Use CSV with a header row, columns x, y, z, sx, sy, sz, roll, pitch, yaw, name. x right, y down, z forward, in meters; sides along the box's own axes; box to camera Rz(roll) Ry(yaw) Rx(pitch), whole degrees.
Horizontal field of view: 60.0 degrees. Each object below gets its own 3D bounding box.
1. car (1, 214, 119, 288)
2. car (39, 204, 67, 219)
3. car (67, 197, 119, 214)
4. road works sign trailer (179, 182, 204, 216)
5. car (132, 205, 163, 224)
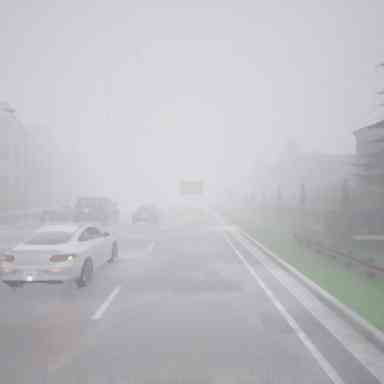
x,y,z,sx,sy,sz,roll,pitch,yaw,name
-3.417,1.578,9.312,1.812,1.442,4.674,0,0,0,car
-10.418,1.671,26.282,1.812,1.442,4.674,0,0,0,car
-6.904,1.357,24.414,2.150,2.045,5.566,0,0,0,car
-0.006,0.656,34.667,2.380,3.560,2.880,0,0,0,road works sign trailer
-3.404,1.708,25.936,1.994,1.385,4.181,0,0,0,car
